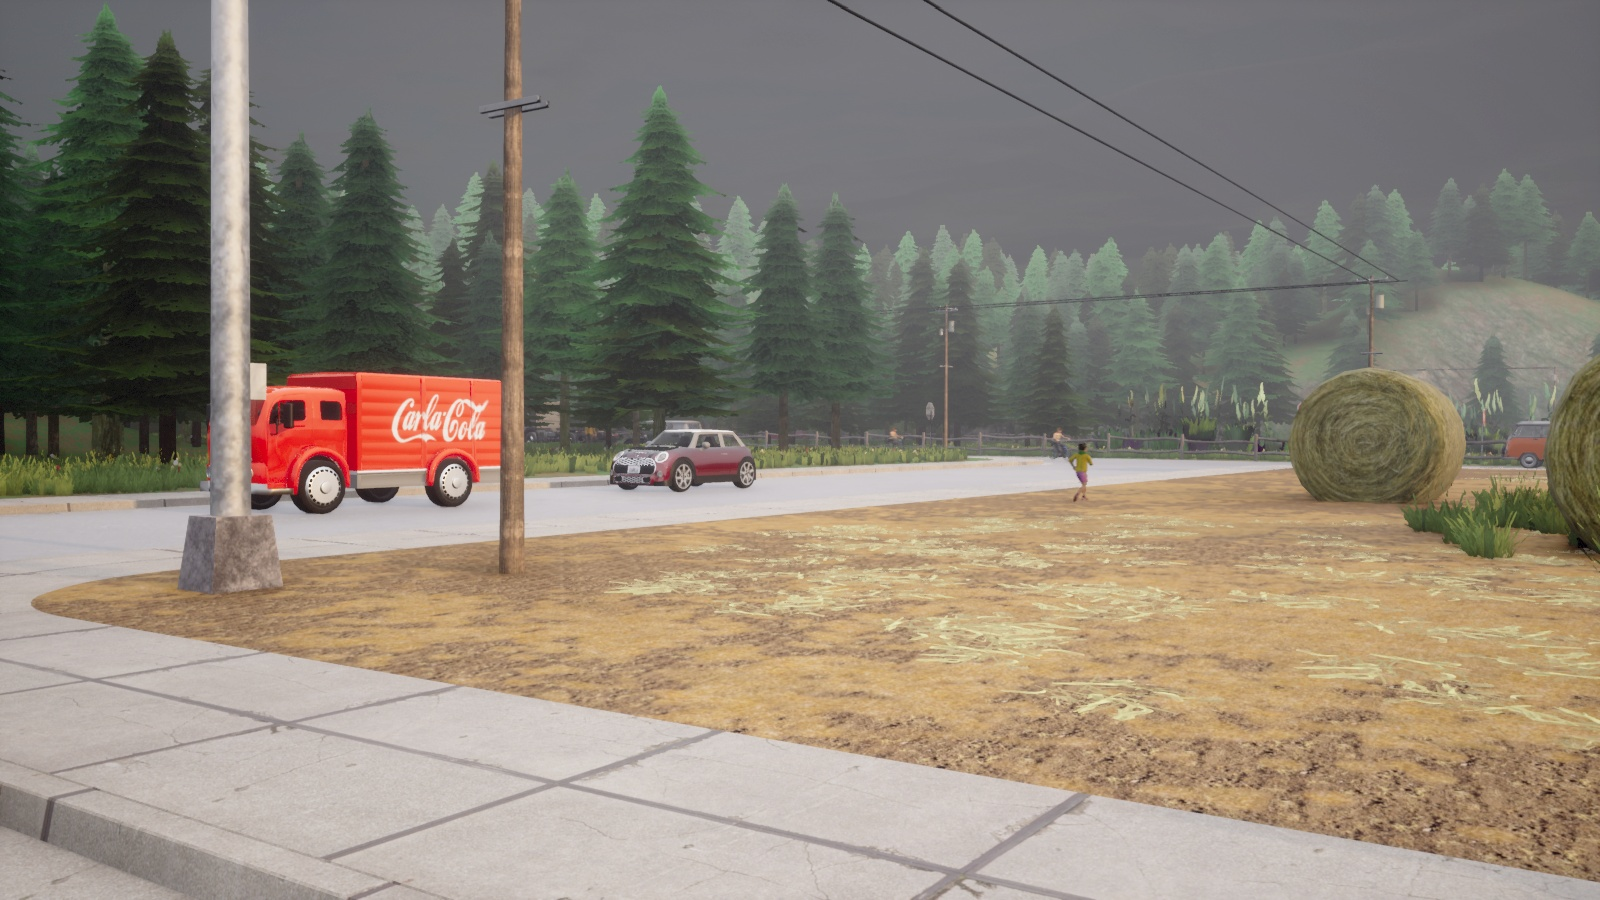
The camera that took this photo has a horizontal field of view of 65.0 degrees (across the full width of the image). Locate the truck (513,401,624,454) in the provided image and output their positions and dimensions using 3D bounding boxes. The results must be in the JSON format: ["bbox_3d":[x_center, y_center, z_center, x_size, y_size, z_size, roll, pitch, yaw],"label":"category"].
[{"bbox_3d":[-16.095,-1.525,87.022,7.936,3.462,2.891,0,1,36],"label":"truck"}]

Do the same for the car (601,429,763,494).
[{"bbox_3d":[-2.831,0.238,30.845,1.970,1.475,3.806,0,1,35],"label":"car"}]

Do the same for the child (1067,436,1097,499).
[{"bbox_3d":[5.215,0.318,23.252,0.473,1.160,0.299,-1,1,-38],"label":"child"}]

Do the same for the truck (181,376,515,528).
[{"bbox_3d":[-8.143,-0.019,23.156,2.627,2.467,5.204,0,1,35],"label":"truck"}]

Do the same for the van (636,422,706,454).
[{"bbox_3d":[-8.400,-0.790,81.489,4.442,1.987,1.775,0,1,36],"label":"van"}]

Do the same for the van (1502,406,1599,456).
[{"bbox_3d":[31.443,-0.776,51.510,4.442,1.987,1.775,0,1,37],"label":"van"}]
